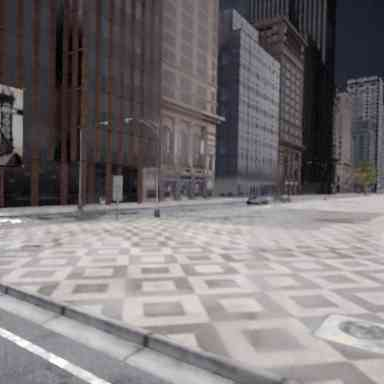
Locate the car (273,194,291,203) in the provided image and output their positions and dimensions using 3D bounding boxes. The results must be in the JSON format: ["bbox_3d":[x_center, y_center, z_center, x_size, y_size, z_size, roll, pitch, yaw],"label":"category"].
[{"bbox_3d":[15.139,1.089,55.686,1.837,1.490,4.892,2,1,35],"label":"car"}]

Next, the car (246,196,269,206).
[{"bbox_3d":[9.413,1.193,47.469,1.994,1.385,4.181,2,1,36],"label":"car"}]
